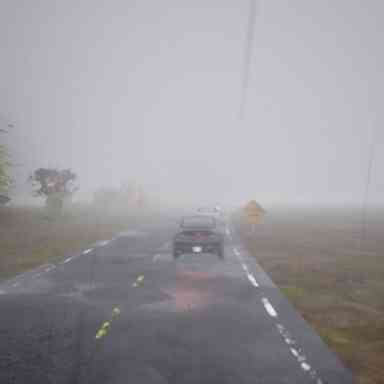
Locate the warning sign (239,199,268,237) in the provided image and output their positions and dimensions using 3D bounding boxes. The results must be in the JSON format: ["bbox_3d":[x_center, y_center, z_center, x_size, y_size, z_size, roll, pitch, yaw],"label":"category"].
[{"bbox_3d":[3.110,1.294,16.951,1.300,1.860,1.060,0,-1,3],"label":"warning sign"}]

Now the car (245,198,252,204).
[{"bbox_3d":[15.460,2.355,89.836,1.882,1.535,5.008,0,-1,18],"label":"car"}]

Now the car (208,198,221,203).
[{"bbox_3d":[4.404,2.008,65.433,2.097,1.767,4.553,0,-1,13],"label":"car"}]

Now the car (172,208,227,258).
[{"bbox_3d":[0.311,1.649,13.417,1.837,1.490,4.892,0,0,3],"label":"car"}]

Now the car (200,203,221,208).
[{"bbox_3d":[1.350,1.891,28.020,1.895,1.301,4.718,0,-1,6],"label":"car"}]
